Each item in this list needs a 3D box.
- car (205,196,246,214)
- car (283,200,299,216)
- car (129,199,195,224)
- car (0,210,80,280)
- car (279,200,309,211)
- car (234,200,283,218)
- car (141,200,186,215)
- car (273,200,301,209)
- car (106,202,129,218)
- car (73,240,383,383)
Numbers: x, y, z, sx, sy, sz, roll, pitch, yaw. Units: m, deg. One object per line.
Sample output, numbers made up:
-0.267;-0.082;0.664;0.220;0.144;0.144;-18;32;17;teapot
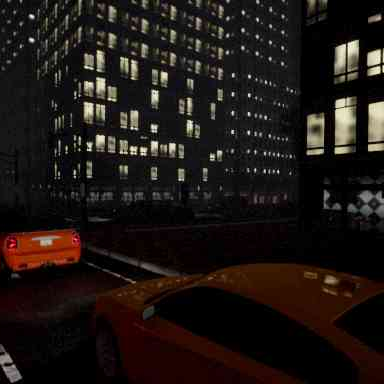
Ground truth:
4.160;1.448;39.187;5.566;2.045;2.150;0;1;-38;car
11.076;1.937;37.345;4.206;1.307;1.802;1;0;-39;car
-2.099;1.525;26.731;5.009;1.841;2.192;1;0;-39;car
-5.183;1.347;10.365;2.097;1.767;4.553;0;0;-40;car
14.636;1.868;47.597;4.674;1.442;1.812;0;1;-38;car
6.816;1.834;33.913;4.829;1.417;1.752;1;0;-39;car
-3.100;1.649;36.687;4.829;1.417;1.752;1;0;-39;car
14.596;1.883;50.939;4.313;1.339;1.947;1;0;-39;car
-5.695;1.644;31.270;4.674;1.442;1.812;1;1;-37;car
0.717;1.476;3.289;1.882;1.535;5.008;0;0;-40;car
